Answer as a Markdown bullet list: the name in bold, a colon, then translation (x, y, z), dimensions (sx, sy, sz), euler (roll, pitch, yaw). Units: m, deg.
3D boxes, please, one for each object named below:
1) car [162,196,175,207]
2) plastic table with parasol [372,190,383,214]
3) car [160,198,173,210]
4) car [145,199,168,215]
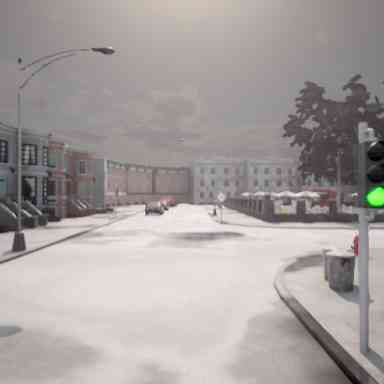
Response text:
- **car**: translation (-4.247, 1.639, 57.335), dimensions (2.150, 2.045, 5.566), euler (0, 0, 5)
- **plastic table with parasol**: translation (22.014, 1.144, 37.229), dimensions (2.482, 2.480, 2.482), euler (-3, 5, -39)
- **car**: translation (-4.215, 1.886, 46.617), dimensions (2.033, 1.411, 5.357), euler (0, 0, -1)
- **car**: translation (-4.166, 1.822, 37.785), dimensions (2.033, 1.411, 5.357), euler (0, 0, -1)
